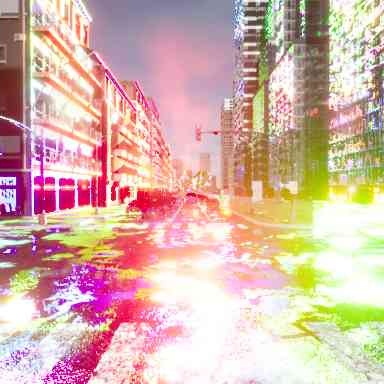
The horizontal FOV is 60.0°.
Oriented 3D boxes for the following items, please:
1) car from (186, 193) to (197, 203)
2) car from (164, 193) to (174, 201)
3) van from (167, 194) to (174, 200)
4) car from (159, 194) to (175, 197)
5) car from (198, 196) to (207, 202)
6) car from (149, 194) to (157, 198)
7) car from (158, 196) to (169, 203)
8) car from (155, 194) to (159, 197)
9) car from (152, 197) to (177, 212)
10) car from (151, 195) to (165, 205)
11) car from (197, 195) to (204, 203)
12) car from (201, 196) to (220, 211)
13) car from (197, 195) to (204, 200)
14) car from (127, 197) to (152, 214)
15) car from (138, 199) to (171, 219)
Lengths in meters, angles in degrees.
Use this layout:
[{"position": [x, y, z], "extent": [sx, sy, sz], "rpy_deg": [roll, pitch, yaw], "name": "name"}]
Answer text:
[{"position": [-0.110, 1.223, 69.879], "extent": [2.150, 2.045, 5.566], "rpy_deg": [0, 0, 0], "name": "car"}, {"position": [-5.964, 1.322, 86.224], "extent": [2.192, 1.841, 5.009], "rpy_deg": [-1, 0, 0], "name": "car"}, {"position": [-5.981, 1.350, 91.872], "extent": [1.690, 1.788, 3.998], "rpy_deg": [-1, 0, 0], "name": "van"}, {"position": [-3.236, 1.488, 49.218], "extent": [2.128, 1.511, 4.902], "rpy_deg": [0, 0, 0], "name": "car"}, {"position": [2.421, 1.548, 75.009], "extent": [1.887, 1.381, 4.507], "rpy_deg": [-1, 0, 0], "name": "car"}, {"position": [-5.826, 1.436, 41.033], "extent": [1.967, 1.590, 4.097], "rpy_deg": [-1, 0, 0], "name": "car"}, {"position": [-5.909, 1.584, 69.278], "extent": [1.802, 1.307, 4.206], "rpy_deg": [-1, 0, 0], "name": "car"}, {"position": [-5.862, 1.312, 52.331], "extent": [2.192, 1.841, 5.009], "rpy_deg": [-1, 0, 0], "name": "car"}, {"position": [-3.206, 1.560, 39.096], "extent": [1.994, 1.385, 4.181], "rpy_deg": [0, 0, 0], "name": "car"}, {"position": [-5.877, 1.439, 57.979], "extent": [1.967, 1.590, 4.097], "rpy_deg": [-1, 0, 0], "name": "car"}, {"position": [2.455, 1.551, 63.711], "extent": [2.008, 1.369, 4.403], "rpy_deg": [-1, 0, 0], "name": "car"}, {"position": [2.522, 1.541, 41.115], "extent": [1.887, 1.381, 4.507], "rpy_deg": [-1, 0, 0], "name": "car"}, {"position": [2.368, 1.535, 92.126], "extent": [1.752, 1.417, 4.829], "rpy_deg": [-1, 0, 0], "name": "car"}, {"position": [-5.807, 1.540, 35.384], "extent": [1.887, 1.381, 4.507], "rpy_deg": [-1, 0, 0], "name": "car"}, {"position": [-3.187, 1.560, 29.170], "extent": [1.994, 1.385, 4.181], "rpy_deg": [0, 0, 0], "name": "car"}]
